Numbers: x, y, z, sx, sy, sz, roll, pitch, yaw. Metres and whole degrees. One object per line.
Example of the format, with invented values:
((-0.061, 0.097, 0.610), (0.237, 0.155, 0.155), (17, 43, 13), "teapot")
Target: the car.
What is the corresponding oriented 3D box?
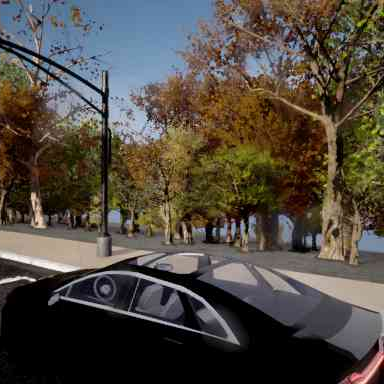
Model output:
((-0.408, 1.491, 3.985), (4.902, 1.511, 2.128), (0, 0, 36), "car")
